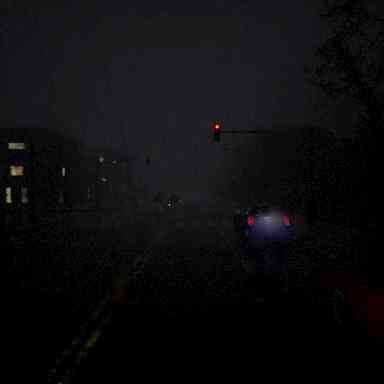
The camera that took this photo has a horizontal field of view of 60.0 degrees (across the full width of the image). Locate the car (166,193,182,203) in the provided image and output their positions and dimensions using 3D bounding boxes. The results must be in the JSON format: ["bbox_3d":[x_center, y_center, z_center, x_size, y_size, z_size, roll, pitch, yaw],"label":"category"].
[{"bbox_3d":[-3.389,1.272,63.258,1.882,1.535,5.008,0,0,0],"label":"car"}]

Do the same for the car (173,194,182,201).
[{"bbox_3d":[-3.423,1.241,78.631,1.837,1.490,4.892,0,0,0],"label":"car"}]

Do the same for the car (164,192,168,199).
[{"bbox_3d":[-6.672,0.967,78.614,2.150,2.045,5.566,0,0,0],"label":"car"}]

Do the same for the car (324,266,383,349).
[{"bbox_3d":[3.350,1.587,4.026,1.895,1.301,4.718,0,0,0],"label":"car"}]

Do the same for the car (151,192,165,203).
[{"bbox_3d":[-6.636,1.321,63.217,1.812,1.442,4.674,0,0,0],"label":"car"}]

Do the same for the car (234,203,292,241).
[{"bbox_3d":[3.343,1.297,16.518,2.097,1.767,4.553,0,0,0],"label":"car"}]
